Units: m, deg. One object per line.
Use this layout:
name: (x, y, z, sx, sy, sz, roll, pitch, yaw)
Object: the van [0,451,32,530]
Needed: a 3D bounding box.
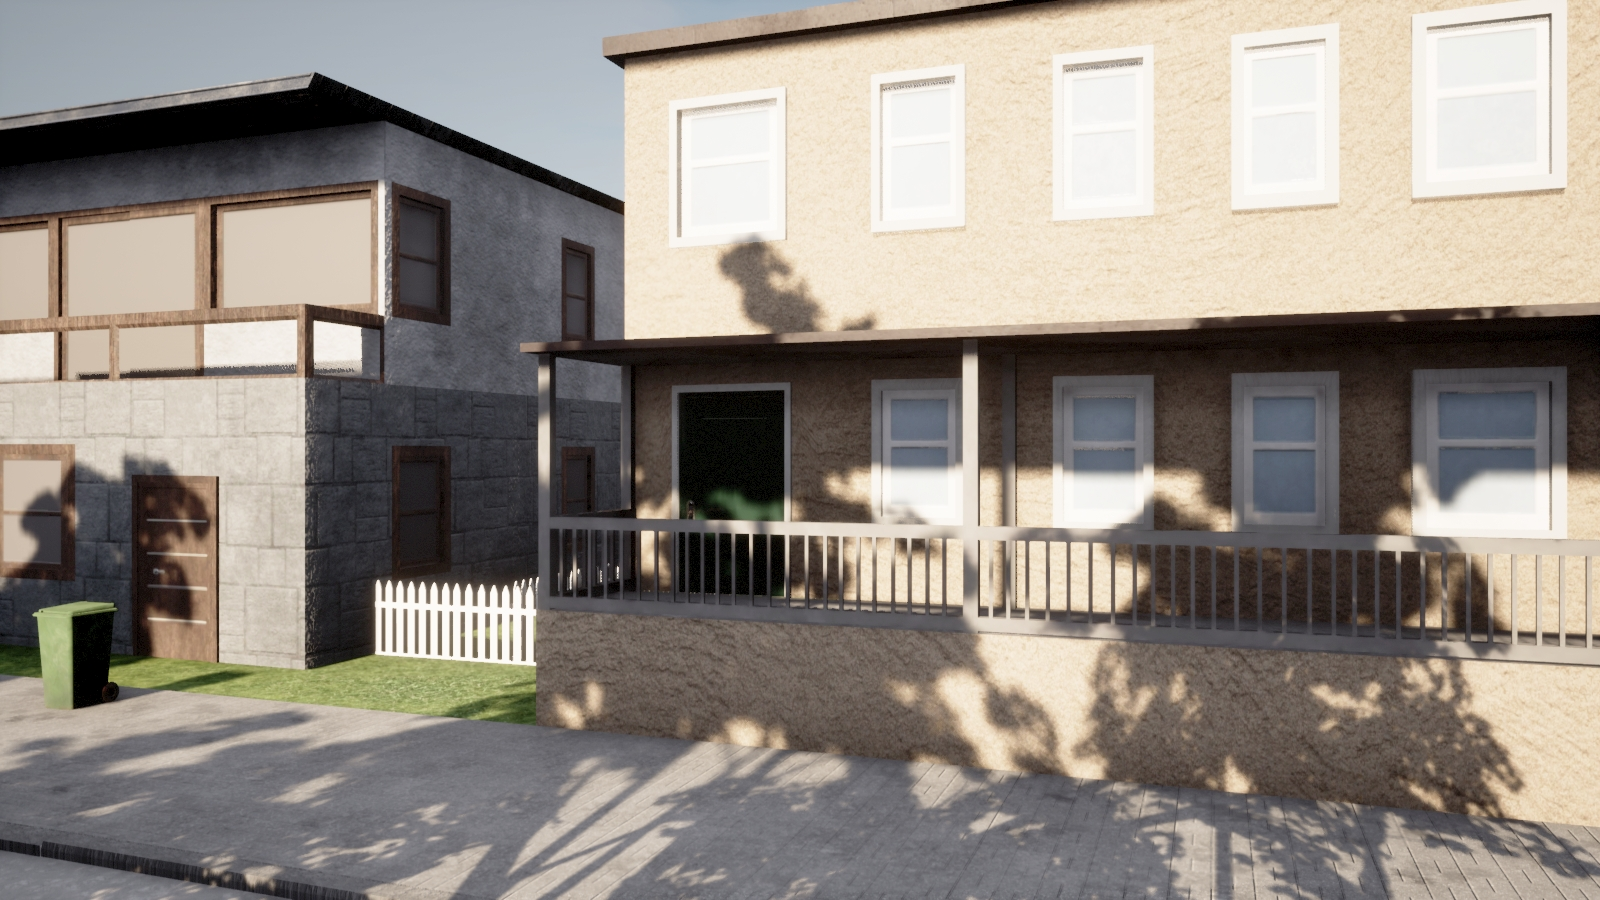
van: (-27.753, 1.329, 35.973, 1.988, 2.561, 5.915, 0, 0, 20)
